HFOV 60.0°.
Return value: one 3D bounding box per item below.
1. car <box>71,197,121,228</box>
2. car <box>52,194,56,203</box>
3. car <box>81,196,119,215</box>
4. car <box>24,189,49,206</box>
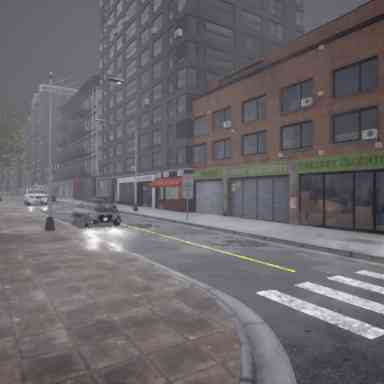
[{"bbox_3d":[-5.685,1.232,19.488,1.994,1.385,4.181,0,1,-32],"label":"car"},{"bbox_3d":[-22.094,0.879,50.867,1.812,1.442,4.674,0,0,-32],"label":"car"},{"bbox_3d":[-7.969,1.123,28.600,1.994,1.385,4.181,0,1,-32],"label":"car"},{"bbox_3d":[-19.458,0.596,41.382,2.150,2.045,5.566,0,0,-32],"label":"car"}]
